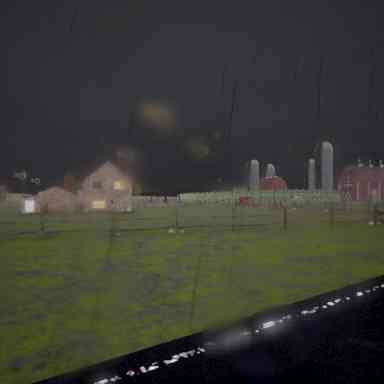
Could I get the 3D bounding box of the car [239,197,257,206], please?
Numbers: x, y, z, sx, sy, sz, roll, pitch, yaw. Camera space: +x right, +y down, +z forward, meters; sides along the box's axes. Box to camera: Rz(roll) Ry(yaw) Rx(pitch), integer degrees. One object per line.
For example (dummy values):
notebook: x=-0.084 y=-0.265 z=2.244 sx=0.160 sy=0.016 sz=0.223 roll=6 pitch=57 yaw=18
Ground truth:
car: x=12.301 y=2.068 z=73.842 sx=2.150 sy=2.045 sz=5.566 roll=1 pitch=-1 yaw=-16
